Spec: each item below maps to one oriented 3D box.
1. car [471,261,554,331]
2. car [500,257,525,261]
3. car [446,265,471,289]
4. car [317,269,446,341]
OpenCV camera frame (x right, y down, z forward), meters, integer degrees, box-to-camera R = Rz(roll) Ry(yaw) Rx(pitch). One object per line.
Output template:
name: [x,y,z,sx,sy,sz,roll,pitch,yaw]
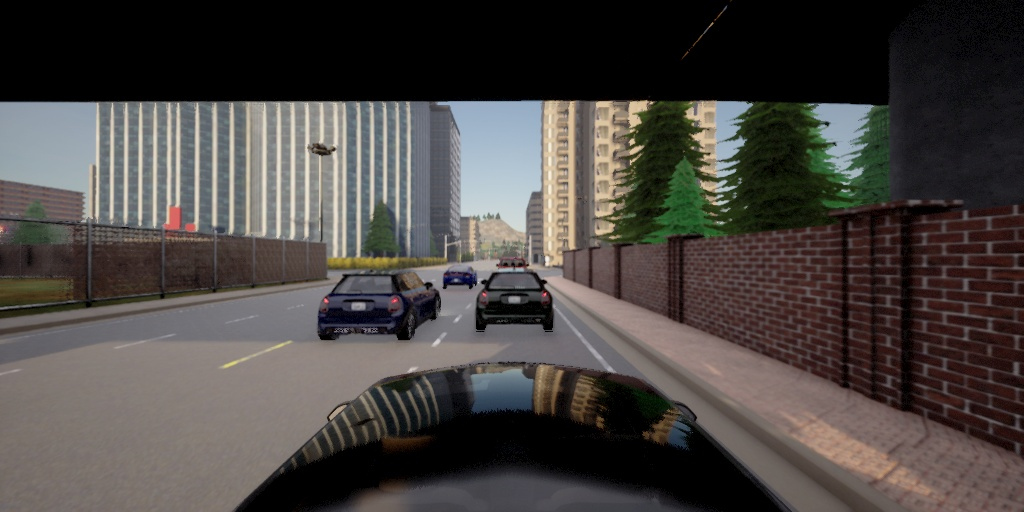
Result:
car: [0.067,1.154,11.312,2.097,1.767,4.553,0,0,0]
car: [0.051,1.101,24.835,2.150,2.045,5.566,0,0,0]
car: [-3.460,1.355,24.598,1.882,1.535,5.008,0,0,0]
car: [-3.430,1.151,10.143,2.097,1.767,4.553,0,0,0]
